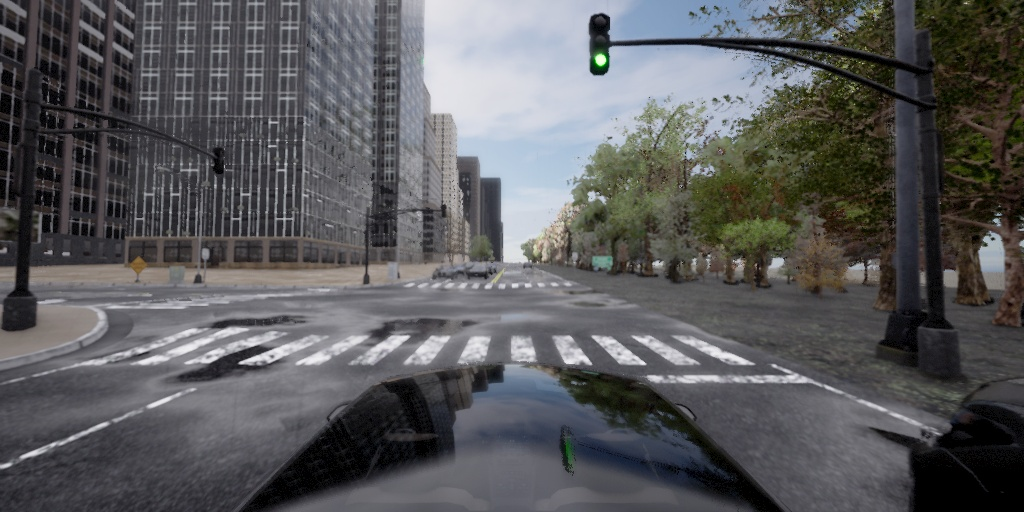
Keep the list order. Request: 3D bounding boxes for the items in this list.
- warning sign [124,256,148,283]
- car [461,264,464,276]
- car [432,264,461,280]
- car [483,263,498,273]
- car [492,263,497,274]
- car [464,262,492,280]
[{"bbox_3d":[-26.146,0.936,25.030,1.060,1.860,1.300,0,0,-4],"label":"warning sign"},{"bbox_3d":[-6.572,1.700,44.749,2.033,1.411,5.357,0,-1,0],"label":"car"},{"bbox_3d":[-6.574,1.630,35.515,1.994,1.385,4.181,0,-1,0],"label":"car"},{"bbox_3d":[-3.312,1.804,55.848,2.033,1.411,5.357,0,-1,-1],"label":"car"},{"bbox_3d":[-3.323,1.761,45.559,1.895,1.301,4.718,0,-1,0],"label":"car"},{"bbox_3d":[-3.324,1.551,36.221,1.882,1.535,5.008,0,-1,0],"label":"car"}]
